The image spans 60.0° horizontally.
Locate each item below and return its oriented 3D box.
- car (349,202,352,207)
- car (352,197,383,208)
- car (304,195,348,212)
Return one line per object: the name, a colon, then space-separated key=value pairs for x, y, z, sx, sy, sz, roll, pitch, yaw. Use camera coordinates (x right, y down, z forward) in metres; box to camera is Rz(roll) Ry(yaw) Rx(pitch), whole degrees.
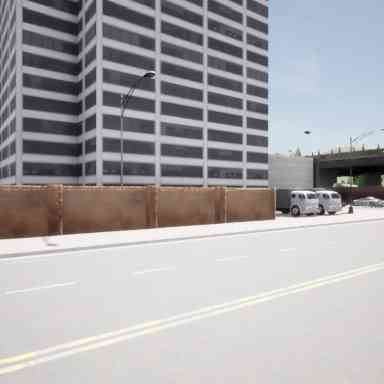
car: x=20.193 y=1.508 z=48.039 sx=1.994 sy=1.385 sz=4.181 roll=0 pitch=0 yaw=-36
car: x=24.977 y=1.470 z=47.733 sx=1.812 sy=1.442 sz=4.674 roll=0 pitch=0 yaw=-36
car: x=18.094 y=1.470 z=44.956 sx=1.812 sy=1.442 sz=4.674 roll=0 pitch=0 yaw=-36
